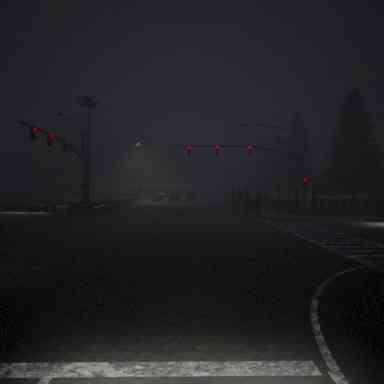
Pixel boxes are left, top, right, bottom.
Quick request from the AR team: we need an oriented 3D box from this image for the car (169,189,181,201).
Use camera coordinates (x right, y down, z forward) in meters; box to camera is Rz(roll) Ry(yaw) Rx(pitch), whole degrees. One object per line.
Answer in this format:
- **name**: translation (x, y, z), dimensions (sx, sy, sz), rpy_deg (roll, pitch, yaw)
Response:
- **car**: translation (-3.514, 0.847, 68.189), dimensions (2.097, 1.767, 4.553), rpy_deg (0, 4, 0)

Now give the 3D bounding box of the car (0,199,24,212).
- **car**: translation (-21.102, 1.547, 39.609), dimensions (2.033, 1.411, 5.357), rpy_deg (0, 0, 0)

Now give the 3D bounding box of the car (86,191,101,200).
- **car**: translation (-21.134, 0.719, 71.593), dimensions (1.994, 1.385, 4.181), rpy_deg (0, 4, 0)

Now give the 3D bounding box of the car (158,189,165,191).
- **car**: translation (-7.172, 0.116, 78.536), dimensions (1.882, 1.535, 5.008), rpy_deg (0, 7, 0)

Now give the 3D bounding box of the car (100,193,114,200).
- **car**: translation (-17.620, 0.915, 69.201), dimensions (2.033, 1.411, 5.357), rpy_deg (0, 3, 0)

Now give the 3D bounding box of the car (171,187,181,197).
- **car**: translation (-3.671, 0.014, 78.338), dimensions (2.097, 1.767, 4.553), rpy_deg (0, 7, 0)

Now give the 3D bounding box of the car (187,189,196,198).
- **car**: translation (-0.166, 0.296, 77.430), dimensions (2.033, 1.411, 5.357), rpy_deg (0, 7, 0)

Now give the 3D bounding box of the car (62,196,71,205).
- **car**: translation (-21.121, 1.434, 56.508), dimensions (1.882, 1.535, 5.008), rpy_deg (0, 1, 0)

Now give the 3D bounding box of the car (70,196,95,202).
- **car**: translation (-17.625, 1.514, 54.006), dimensions (1.812, 1.442, 4.674), rpy_deg (0, 0, 0)

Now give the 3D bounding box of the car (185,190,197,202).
- **car**: translation (-0.108, 0.788, 67.005), dimensions (2.150, 2.045, 5.566), rpy_deg (0, 3, 0)

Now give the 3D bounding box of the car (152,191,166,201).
- **car**: translation (-7.016, 1.062, 68.149), dimensions (1.994, 1.385, 4.181), rpy_deg (0, 3, 0)

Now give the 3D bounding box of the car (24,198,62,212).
- **car**: translation (-17.602, 1.526, 39.459), dimensions (1.812, 1.442, 4.674), rpy_deg (0, 0, 0)
